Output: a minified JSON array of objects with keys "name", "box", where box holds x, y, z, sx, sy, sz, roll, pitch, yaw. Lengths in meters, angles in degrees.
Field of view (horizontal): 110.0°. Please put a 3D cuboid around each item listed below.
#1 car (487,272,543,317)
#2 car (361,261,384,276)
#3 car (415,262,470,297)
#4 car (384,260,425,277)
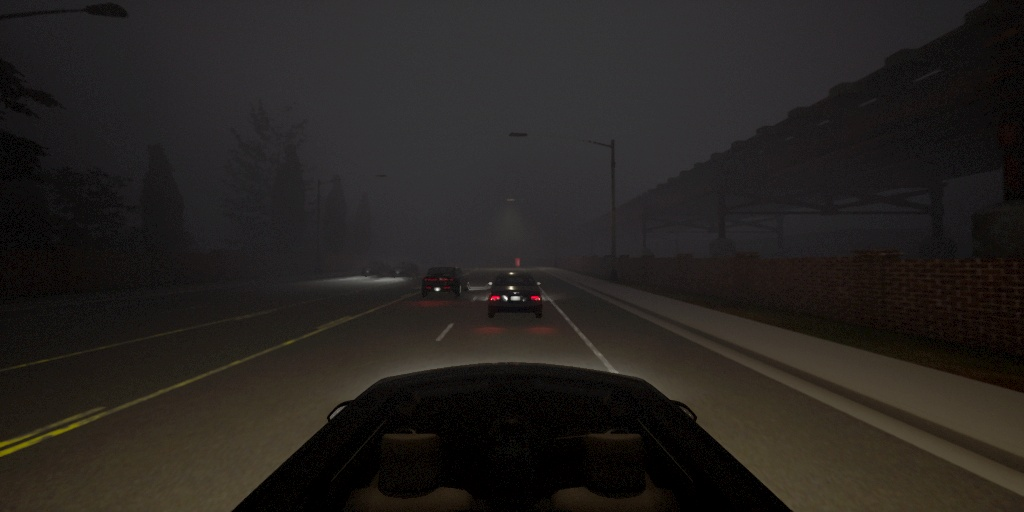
[{"name":"car","box":[0.100,1.304,13.148,2.033,1.411,5.357,0,0,0]},{"name":"car","box":[-14.105,1.262,37.493,2.128,1.511,4.902,0,0,0]},{"name":"car","box":[-3.400,1.265,18.767,1.837,1.490,4.892,0,0,0]},{"name":"car","box":[-10.602,1.261,35.705,2.128,1.511,4.902,0,0,0]}]
